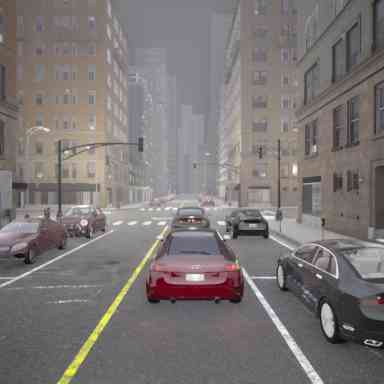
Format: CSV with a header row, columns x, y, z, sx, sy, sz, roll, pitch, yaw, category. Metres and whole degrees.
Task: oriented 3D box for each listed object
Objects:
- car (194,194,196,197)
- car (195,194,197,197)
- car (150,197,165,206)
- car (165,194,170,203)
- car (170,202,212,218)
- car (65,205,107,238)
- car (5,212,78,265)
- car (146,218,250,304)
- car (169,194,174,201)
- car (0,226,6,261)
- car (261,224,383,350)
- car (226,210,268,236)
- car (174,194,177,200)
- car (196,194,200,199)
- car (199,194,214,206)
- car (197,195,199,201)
x,y,z,sx,sy,sz,roll,pitch,yaw,category
2.480,1.462,92.175,2.192,1.841,5.009,0,0,0,car
2.499,1.565,86.765,1.967,1.590,4.097,0,0,0,car
-5.914,1.621,54.280,1.802,1.307,4.206,0,0,0,car
-5.951,1.610,65.097,2.008,1.369,4.403,0,0,0,car
-0.050,1.506,17.130,1.837,1.490,4.892,0,0,0,car
-5.756,1.442,17.178,1.967,1.590,4.097,0,0,0,car
-5.727,1.583,11.676,1.802,1.307,4.206,0,0,0,car
0.040,1.564,8.217,1.994,1.385,4.181,0,0,-1,car
-6.006,1.630,81.153,1.752,1.417,4.829,0,0,0,car
-5.698,1.566,6.175,1.947,1.339,4.313,0,0,0,car
2.827,1.551,6.220,2.008,1.369,4.403,0,0,0,car
2.770,1.567,17.222,1.947,1.339,4.313,0,0,0,car
-6.045,1.462,92.141,2.192,1.841,5.009,0,0,0,car
2.536,1.528,75.948,1.967,1.590,4.097,0,0,0,car
2.610,1.479,54.312,1.967,1.590,4.097,0,0,0,car
2.574,1.610,65.130,2.008,1.369,4.403,0,0,0,car
